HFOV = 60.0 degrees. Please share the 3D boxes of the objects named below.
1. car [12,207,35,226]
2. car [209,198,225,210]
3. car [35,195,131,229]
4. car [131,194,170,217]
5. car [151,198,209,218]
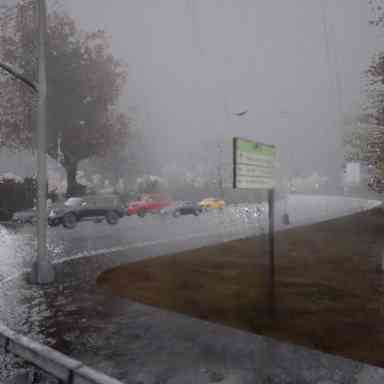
[{"bbox_3d":[-10.347,1.536,24.131,1.837,1.490,4.892,0,0,39],"label":"car"},{"bbox_3d":[2.089,1.463,39.878,1.882,1.535,5.008,0,0,38],"label":"car"},{"bbox_3d":[-7.192,1.248,22.469,2.150,2.045,5.566,0,0,39],"label":"car"},{"bbox_3d":[-4.203,1.242,31.828,2.150,2.045,5.566,0,0,38],"label":"car"},{"bbox_3d":[-1.015,1.505,30.222,2.128,1.511,4.902,0,0,38],"label":"car"}]
